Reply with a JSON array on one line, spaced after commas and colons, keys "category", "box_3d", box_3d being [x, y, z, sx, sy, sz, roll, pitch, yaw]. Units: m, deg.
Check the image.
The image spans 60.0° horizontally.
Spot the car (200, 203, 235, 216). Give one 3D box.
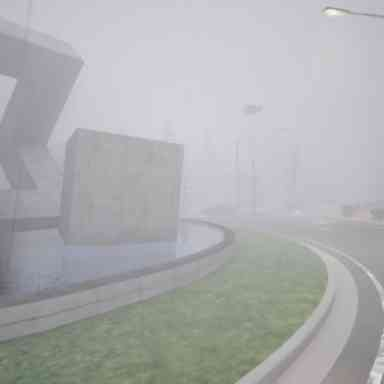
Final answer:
[{"category": "car", "box_3d": [3.064, 2.035, 39.247, 4.181, 1.385, 1.994, 0, -1, -30]}]

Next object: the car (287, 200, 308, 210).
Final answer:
[{"category": "car", "box_3d": [16.546, 2.000, 52.009, 1.837, 1.490, 4.892, -1, -2, 39]}]
